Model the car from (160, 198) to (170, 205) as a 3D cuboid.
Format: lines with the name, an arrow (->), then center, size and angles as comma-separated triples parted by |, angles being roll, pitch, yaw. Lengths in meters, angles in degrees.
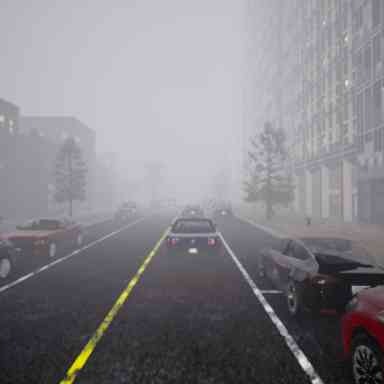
car -> -5.674, 2.051, 69.513 | 1.802, 1.307, 4.206 | 1, 0, 0

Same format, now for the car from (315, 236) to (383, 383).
car -> 2.705, 1.328, 1.732 | 2.192, 1.841, 5.009 | 1, 0, 0

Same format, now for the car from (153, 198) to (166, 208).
car -> -5.672, 1.832, 58.227 | 1.967, 1.590, 4.097 | 1, 0, 0

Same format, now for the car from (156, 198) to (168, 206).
car -> -5.674, 1.954, 63.700 | 1.752, 1.417, 4.829 | 1, 0, 0

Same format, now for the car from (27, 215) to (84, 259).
car -> -5.677, 1.632, 13.074 | 1.887, 1.381, 4.507 | 1, 0, 0

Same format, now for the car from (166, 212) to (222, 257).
car -> 0.061, 1.690, 13.389 | 1.895, 1.301, 4.718 | 0, 0, 0

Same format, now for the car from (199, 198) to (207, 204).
car -> 2.674, 2.113, 80.746 | 1.947, 1.339, 4.313 | 1, 0, 0

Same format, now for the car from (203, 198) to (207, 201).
car -> 3.116, 1.669, 47.182 | 2.097, 1.767, 4.553 | 0, 0, 0

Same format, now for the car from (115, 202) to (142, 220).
car -> -5.674, 1.641, 30.007 | 1.967, 1.590, 4.097 | 1, 0, 0

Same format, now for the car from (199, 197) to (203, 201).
car -> 2.673, 1.957, 58.170 | 1.947, 1.339, 4.313 | 1, 0, 0

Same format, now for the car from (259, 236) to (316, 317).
car -> 2.702, 1.616, 7.374 | 1.947, 1.339, 4.313 | 1, 0, 0

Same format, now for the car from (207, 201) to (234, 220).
car -> 2.704, 1.767, 29.950 | 1.947, 1.339, 4.313 | 1, 0, 0

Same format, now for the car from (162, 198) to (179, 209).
car -> -3.075, 1.701, 51.784 | 2.097, 1.767, 4.553 | 0, -1, 0

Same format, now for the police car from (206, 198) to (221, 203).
police car -> 3.137, 1.695, 40.320 | 1.930, 1.638, 5.238 | 0, 0, 0

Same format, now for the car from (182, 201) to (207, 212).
car -> 0.074, 1.768, 30.452 | 1.994, 1.385, 4.181 | 0, 0, 0

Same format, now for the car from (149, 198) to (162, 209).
car -> -5.675, 1.919, 52.581 | 1.947, 1.339, 4.313 | 1, 0, 0

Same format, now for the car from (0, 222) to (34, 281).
car -> -5.677, 1.601, 7.431 | 2.008, 1.369, 4.403 | 1, 0, 0

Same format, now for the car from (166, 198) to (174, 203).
car -> -5.673, 2.152, 86.445 | 1.947, 1.339, 4.313 | 1, 0, 0

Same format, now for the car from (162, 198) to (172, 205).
car -> -5.673, 2.053, 75.157 | 1.887, 1.381, 4.507 | 1, 0, 0
